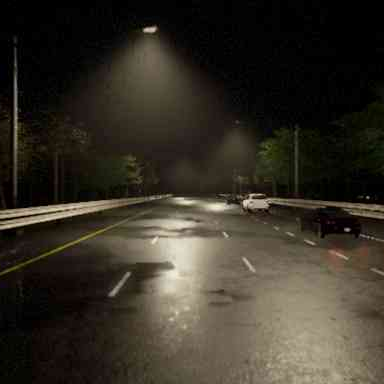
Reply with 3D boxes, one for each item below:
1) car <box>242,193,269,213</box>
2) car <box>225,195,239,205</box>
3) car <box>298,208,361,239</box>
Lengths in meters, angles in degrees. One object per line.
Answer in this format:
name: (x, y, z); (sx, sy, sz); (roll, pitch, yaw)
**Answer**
car: (7.070, 1.247, 37.316); (2.150, 2.045, 5.566); (0, 0, 0)
car: (7.143, 1.359, 59.166); (2.097, 1.767, 4.553); (0, 0, 0)
car: (7.016, 1.536, 17.325); (1.812, 1.442, 4.674); (0, 0, 0)
